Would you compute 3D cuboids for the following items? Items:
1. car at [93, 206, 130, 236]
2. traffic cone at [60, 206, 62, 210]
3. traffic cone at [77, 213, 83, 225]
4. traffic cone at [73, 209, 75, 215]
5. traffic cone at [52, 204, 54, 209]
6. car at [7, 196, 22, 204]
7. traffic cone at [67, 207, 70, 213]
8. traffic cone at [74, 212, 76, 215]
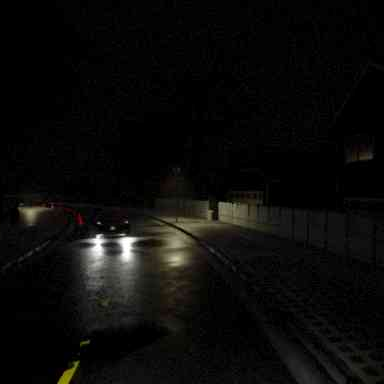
[{"bbox_3d":[-4.528,1.516,18.726,1.812,1.442,4.674,0,0,-15],"label":"car"},{"bbox_3d":[-15.834,1.921,40.249,0.340,0.580,0.340,0,0,-32],"label":"traffic cone"},{"bbox_3d":[-7.637,1.942,22.735,0.340,0.580,0.340,0,0,-18],"label":"traffic cone"},{"bbox_3d":[-11.193,1.931,31.746,0.340,0.580,0.340,0,0,-25],"label":"traffic cone"},{"bbox_3d":[-18.541,1.916,44.269,0.340,0.580,0.340,0,0,-36],"label":"traffic cone"},{"bbox_3d":[-33.718,1.456,62.310,4.674,1.442,1.812,0,0,34],"label":"car"},{"bbox_3d":[-13.382,1.926,36.069,0.340,0.580,0.340,0,0,-29],"label":"traffic cone"},{"bbox_3d":[-9.275,1.937,27.296,0.340,0.580,0.340,0,0,-22],"label":"traffic cone"}]
